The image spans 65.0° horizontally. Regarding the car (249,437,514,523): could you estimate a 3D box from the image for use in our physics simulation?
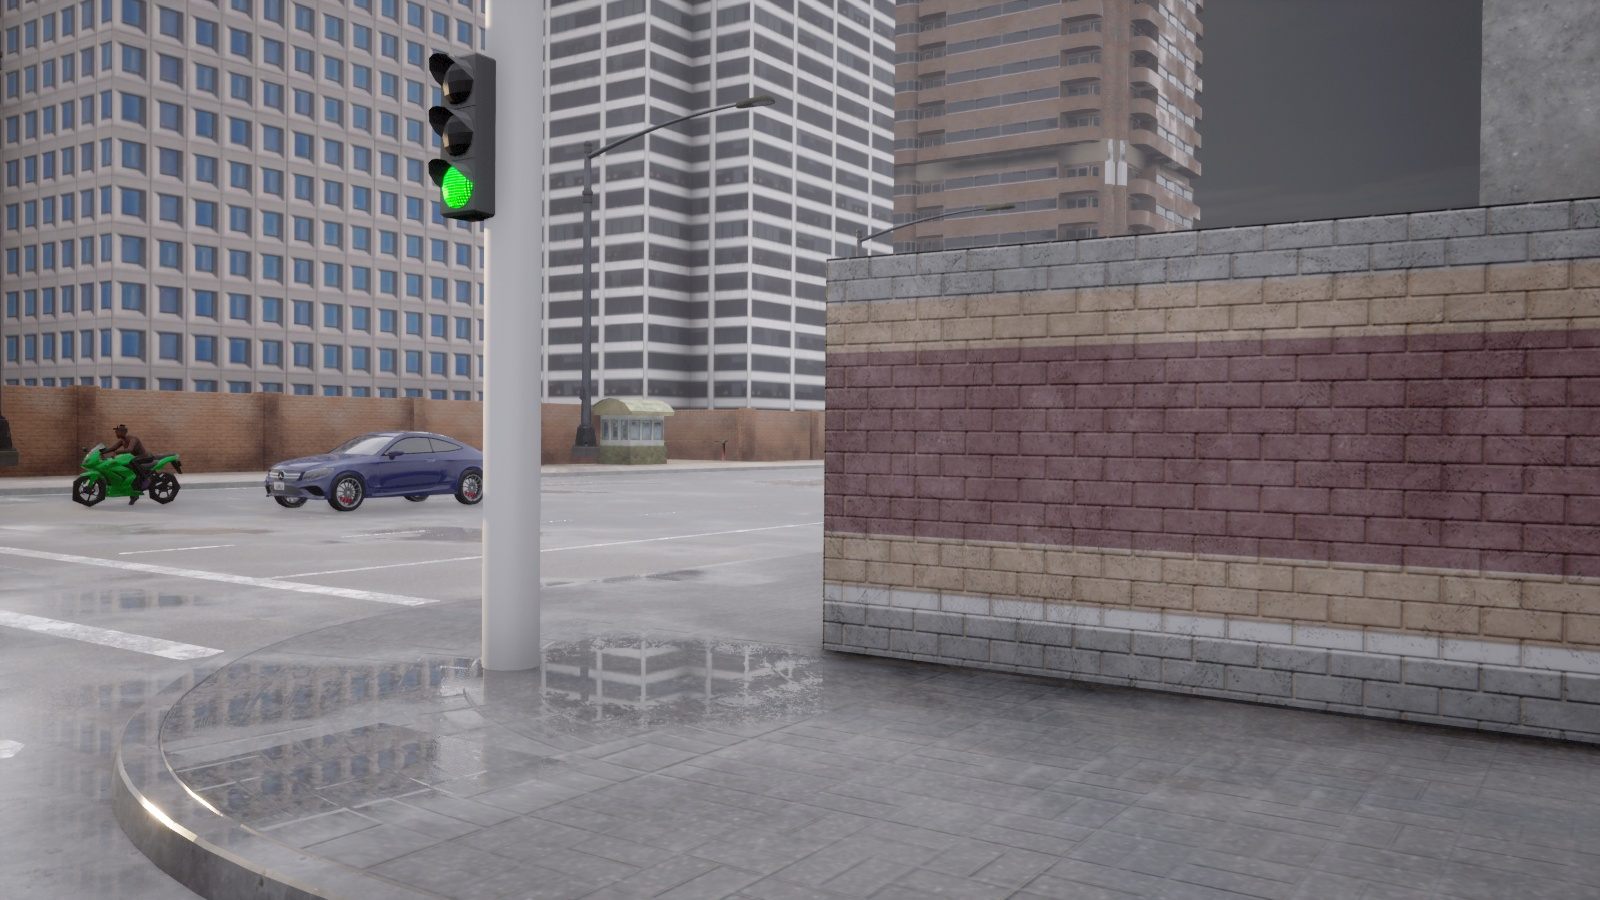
[{"bbox_3d":[-7.866,0.500,24.071,1.812,1.442,4.674,0,1,34],"label":"car"}]

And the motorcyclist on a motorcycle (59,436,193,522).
[{"bbox_3d":[-12.533,0.507,23.413,0.797,1.523,2.044,0,1,34],"label":"motorcyclist on a motorcycle"}]
